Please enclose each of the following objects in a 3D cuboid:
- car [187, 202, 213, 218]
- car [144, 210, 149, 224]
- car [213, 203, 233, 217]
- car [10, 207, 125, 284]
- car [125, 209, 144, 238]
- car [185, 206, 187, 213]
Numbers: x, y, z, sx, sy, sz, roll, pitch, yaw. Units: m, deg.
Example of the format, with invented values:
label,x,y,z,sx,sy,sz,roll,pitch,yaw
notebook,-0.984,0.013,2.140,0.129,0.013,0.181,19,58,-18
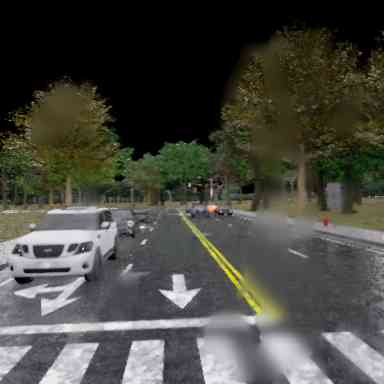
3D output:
label,x,y,z,sx,sy,sz,roll,pitch,yaw
car,0.884,2.225,40.631,2.097,1.767,4.553,-1,-1,-4
car,-5.283,2.374,32.820,1.994,1.385,4.181,-1,-1,-4
car,3.921,2.459,42.462,1.895,1.301,4.718,-1,-1,-4
car,-3.822,1.538,11.071,2.150,2.045,5.566,-1,-1,-4
car,-4.515,1.901,21.291,2.097,1.767,4.553,-1,-1,-4
car,-0.132,2.737,55.535,2.033,1.411,5.357,-1,-1,-4
